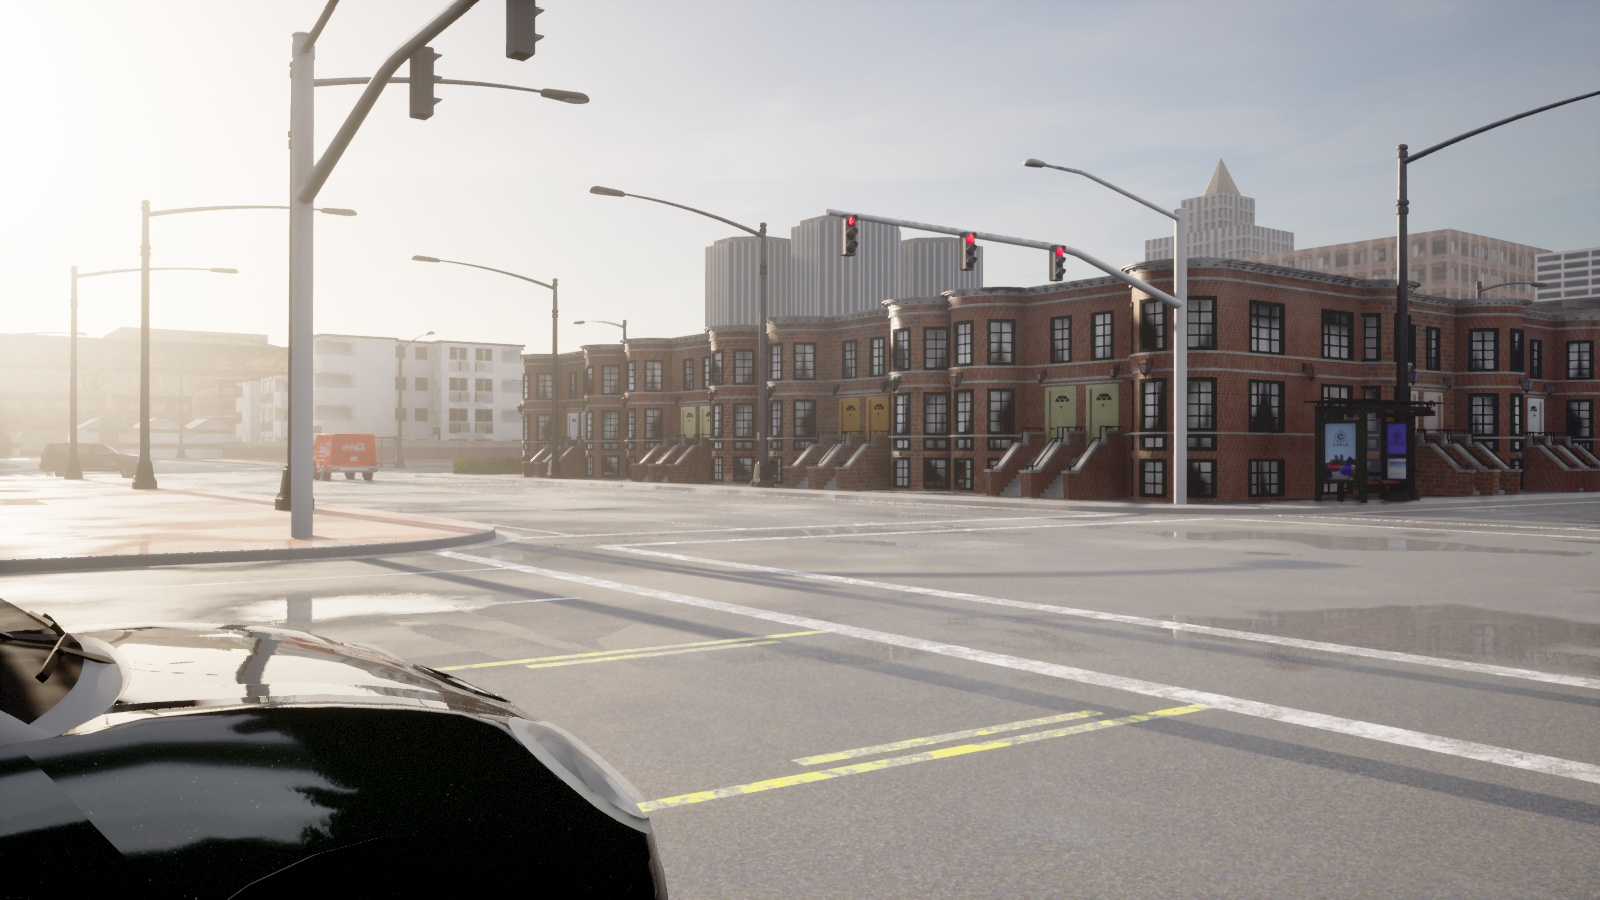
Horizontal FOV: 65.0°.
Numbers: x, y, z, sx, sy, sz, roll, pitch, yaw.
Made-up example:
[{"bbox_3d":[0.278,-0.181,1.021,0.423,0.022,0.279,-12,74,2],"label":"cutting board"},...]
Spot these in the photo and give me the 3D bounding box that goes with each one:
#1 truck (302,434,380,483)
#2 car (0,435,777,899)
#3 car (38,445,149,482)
[{"bbox_3d":[-24.287,0.464,66.341,2.627,2.467,5.204,0,-1,-35],"label":"truck"},{"bbox_3d":[-2.171,0.720,2.205,3.806,1.475,1.970,0,0,-35],"label":"car"},{"bbox_3d":[-41.085,0.771,73.195,5.566,2.045,2.150,0,0,-27],"label":"car"}]
